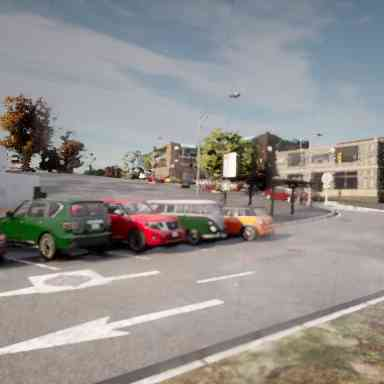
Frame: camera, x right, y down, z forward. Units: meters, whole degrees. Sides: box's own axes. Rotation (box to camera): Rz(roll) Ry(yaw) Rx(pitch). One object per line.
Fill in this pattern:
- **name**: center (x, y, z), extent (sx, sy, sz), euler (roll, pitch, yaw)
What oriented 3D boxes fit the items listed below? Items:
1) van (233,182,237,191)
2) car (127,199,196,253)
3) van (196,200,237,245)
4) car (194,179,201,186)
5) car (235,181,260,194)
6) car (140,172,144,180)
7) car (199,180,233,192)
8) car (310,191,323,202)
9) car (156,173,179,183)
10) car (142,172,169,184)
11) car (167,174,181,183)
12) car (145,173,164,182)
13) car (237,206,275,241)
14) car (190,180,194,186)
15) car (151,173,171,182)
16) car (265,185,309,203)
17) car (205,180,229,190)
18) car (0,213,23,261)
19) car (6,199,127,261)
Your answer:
- **van**: center (8.152, -1.041, 58.564), extent (1.878, 1.987, 4.442), euler (8, 3, 35)
- **car**: center (-2.921, 1.316, 14.381), extent (5.566, 2.045, 2.435), euler (-1, -2, 35)
- **van**: center (-0.388, 1.381, 16.058), extent (4.442, 1.987, 1.878), euler (-1, -2, 35)
- **car**: center (3.001, -1.594, 66.076), extent (2.002, 1.452, 4.674), euler (8, 3, 35)
- **car**: center (9.914, -0.541, 56.204), extent (2.231, 1.521, 4.892), euler (7, 3, 35)
- **car**: center (-11.028, -3.919, 85.566), extent (2.435, 2.045, 5.566), euler (1, -2, 34)
- **car**: center (3.605, -0.690, 49.670), extent (1.994, 1.385, 4.181), euler (3, 4, -36)
- **car**: center (16.833, 0.589, 46.358), extent (2.002, 1.452, 4.674), euler (7, 3, 35)
- **car**: center (-5.718, -3.253, 78.293), extent (2.435, 2.045, 5.566), euler (8, 3, 34)
- **car**: center (-7.192, -2.444, 64.864), extent (1.882, 1.535, 5.008), euler (3, 3, -36)
- **car**: center (-3.865, -2.727, 76.036), extent (1.946, 1.575, 5.366), euler (7, 3, 34)
- **car**: center (-9.252, -3.641, 83.221), extent (2.185, 1.767, 4.553), euler (4, 0, 33)
- **car**: center (2.015, 1.523, 17.815), extent (4.553, 1.767, 2.185), euler (-1, -1, 35)
- **car**: center (1.254, -1.868, 68.535), extent (2.002, 1.452, 4.674), euler (7, 3, 35)
- **car**: center (-7.518, -3.405, 80.755), extent (2.185, 1.767, 4.553), euler (6, 2, 34)
- **car**: center (10.896, 0.365, 39.466), extent (1.882, 1.535, 5.008), euler (3, 4, -35)
- **car**: center (4.836, -1.360, 63.759), extent (1.946, 1.575, 5.366), euler (7, 3, 35)
- **car**: center (-7.854, 1.526, 10.903), extent (4.674, 1.452, 2.002), euler (-1, -1, 35)
- **car**: center (-5.430, 1.275, 12.669), extent (5.566, 2.045, 2.435), euler (-1, -1, 35)
